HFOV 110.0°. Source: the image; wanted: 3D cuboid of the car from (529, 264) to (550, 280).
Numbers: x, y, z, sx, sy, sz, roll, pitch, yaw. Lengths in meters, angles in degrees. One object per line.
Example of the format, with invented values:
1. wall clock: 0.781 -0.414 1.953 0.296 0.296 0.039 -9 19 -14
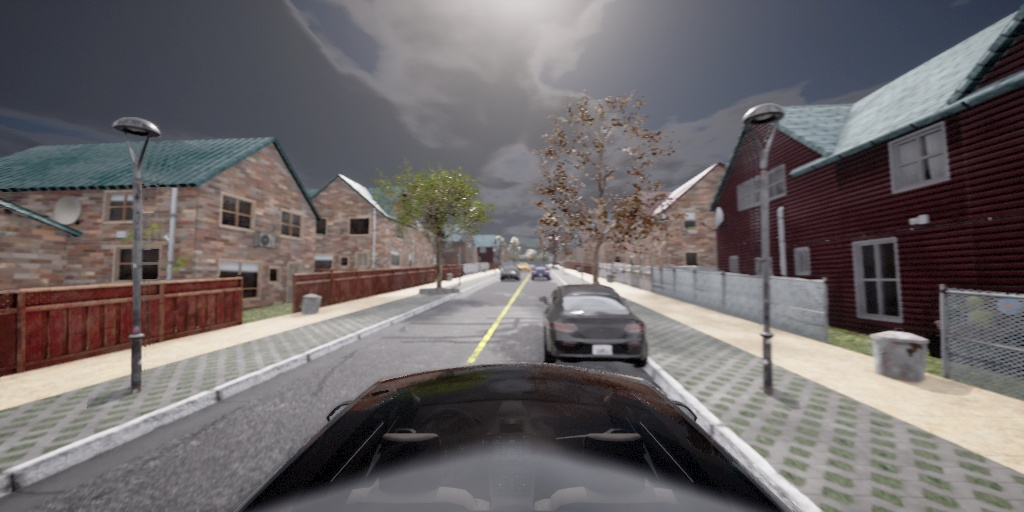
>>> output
1. car: 2.904 1.666 36.317 1.812 1.442 4.674 -1 -1 4

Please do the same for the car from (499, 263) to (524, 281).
1. car: -0.122 1.657 35.063 1.837 1.490 4.892 -1 -1 4

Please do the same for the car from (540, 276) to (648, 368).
1. car: 1.595 1.335 7.934 1.812 1.442 4.674 -1 -1 4

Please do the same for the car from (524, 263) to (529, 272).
1. car: 1.936 1.926 60.276 1.882 1.535 5.008 -1 -1 4
